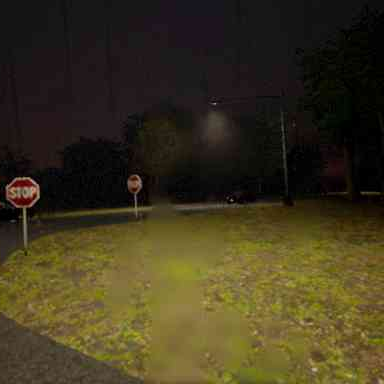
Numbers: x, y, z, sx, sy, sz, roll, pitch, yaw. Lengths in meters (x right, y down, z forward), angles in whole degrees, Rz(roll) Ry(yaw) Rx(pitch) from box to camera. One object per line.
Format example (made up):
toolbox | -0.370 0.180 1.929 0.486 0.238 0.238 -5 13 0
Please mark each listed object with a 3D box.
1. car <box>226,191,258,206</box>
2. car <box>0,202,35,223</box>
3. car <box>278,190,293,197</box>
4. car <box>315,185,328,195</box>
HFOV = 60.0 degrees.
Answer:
car | 5.245 0.623 34.885 1.812 1.442 4.674 -4 -1 34
car | -12.601 1.428 21.210 2.128 1.511 4.902 -4 -1 34
car | 18.881 0.347 67.145 1.994 1.385 4.181 -4 -1 34
car | 28.525 -0.443 73.327 2.150 2.045 5.566 -3 -1 28
